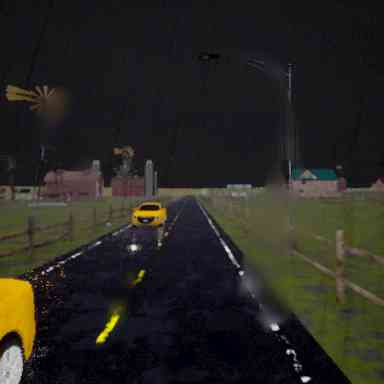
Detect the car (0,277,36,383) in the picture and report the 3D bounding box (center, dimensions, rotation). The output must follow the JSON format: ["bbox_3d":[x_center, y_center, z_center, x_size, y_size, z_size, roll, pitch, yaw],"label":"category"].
[{"bbox_3d":[-2.837,1.477,2.023,1.882,1.535,5.008,0,0,0],"label":"car"}]

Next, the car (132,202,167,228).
[{"bbox_3d":[-2.783,1.477,22.607,1.882,1.535,5.008,0,0,1],"label":"car"}]
